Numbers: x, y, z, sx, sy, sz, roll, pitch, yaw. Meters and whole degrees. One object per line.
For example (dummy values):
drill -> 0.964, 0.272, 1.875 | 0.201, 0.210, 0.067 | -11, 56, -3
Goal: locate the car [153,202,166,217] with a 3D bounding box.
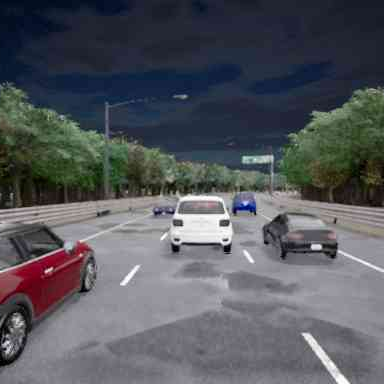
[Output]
car -> -2.194, 1.501, 30.016 | 1.895, 1.301, 4.718 | 0, 0, 4

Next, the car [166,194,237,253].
car -> 0.375, 1.178, 13.567 | 2.150, 2.045, 5.566 | 0, 0, 2

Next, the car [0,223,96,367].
car -> -3.304, 1.328, 5.936 | 2.097, 1.767, 4.553 | 0, 0, 1

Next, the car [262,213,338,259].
car -> 3.845, 1.490, 12.377 | 1.812, 1.442, 4.674 | 0, 0, 2

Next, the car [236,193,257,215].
car -> 5.035, 1.123, 32.586 | 2.150, 2.045, 5.566 | 0, 0, 5

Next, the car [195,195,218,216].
car -> 1.481, 1.249, 31.879 | 2.097, 1.767, 4.553 | 0, 0, 5
